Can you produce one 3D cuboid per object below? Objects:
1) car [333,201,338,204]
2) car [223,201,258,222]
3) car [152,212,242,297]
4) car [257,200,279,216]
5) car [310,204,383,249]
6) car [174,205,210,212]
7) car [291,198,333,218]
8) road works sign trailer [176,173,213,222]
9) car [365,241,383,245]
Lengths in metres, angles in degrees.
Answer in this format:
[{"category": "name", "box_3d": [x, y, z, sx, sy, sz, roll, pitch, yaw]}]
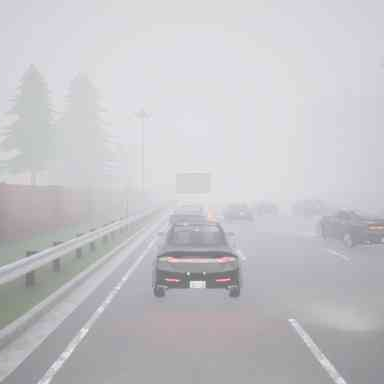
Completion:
[{"category": "car", "box_3d": [14.126, 1.564, 34.732, 1.994, 1.385, 4.181, 0, 0, 0]}, {"category": "car", "box_3d": [3.618, 1.564, 26.401, 1.994, 1.385, 4.181, 0, 0, 0]}, {"category": "car", "box_3d": [0.106, 1.492, 8.555, 2.128, 1.511, 4.902, 0, 0, 0]}, {"category": "car", "box_3d": [7.123, 1.478, 32.831, 1.882, 1.535, 5.008, 0, 0, 0]}, {"category": "car", "box_3d": [7.111, 1.505, 14.616, 1.837, 1.490, 4.892, 0, 0, 0]}, {"category": "car", "box_3d": [-0.051, 1.474, 19.004, 1.882, 1.535, 5.008, 0, 0, 6]}, {"category": "car", "box_3d": [10.623, 1.353, 30.224, 2.097, 1.767, 4.553, 0, 0, 0]}, {"category": "road works sign trailer", "box_3d": [0.075, 0.464, 22.921, 2.380, 3.560, 2.880, 0, 0, 0]}, {"category": "car", "box_3d": [3.601, 1.503, 2.622, 1.837, 1.490, 4.892, 0, -1, 0]}]
